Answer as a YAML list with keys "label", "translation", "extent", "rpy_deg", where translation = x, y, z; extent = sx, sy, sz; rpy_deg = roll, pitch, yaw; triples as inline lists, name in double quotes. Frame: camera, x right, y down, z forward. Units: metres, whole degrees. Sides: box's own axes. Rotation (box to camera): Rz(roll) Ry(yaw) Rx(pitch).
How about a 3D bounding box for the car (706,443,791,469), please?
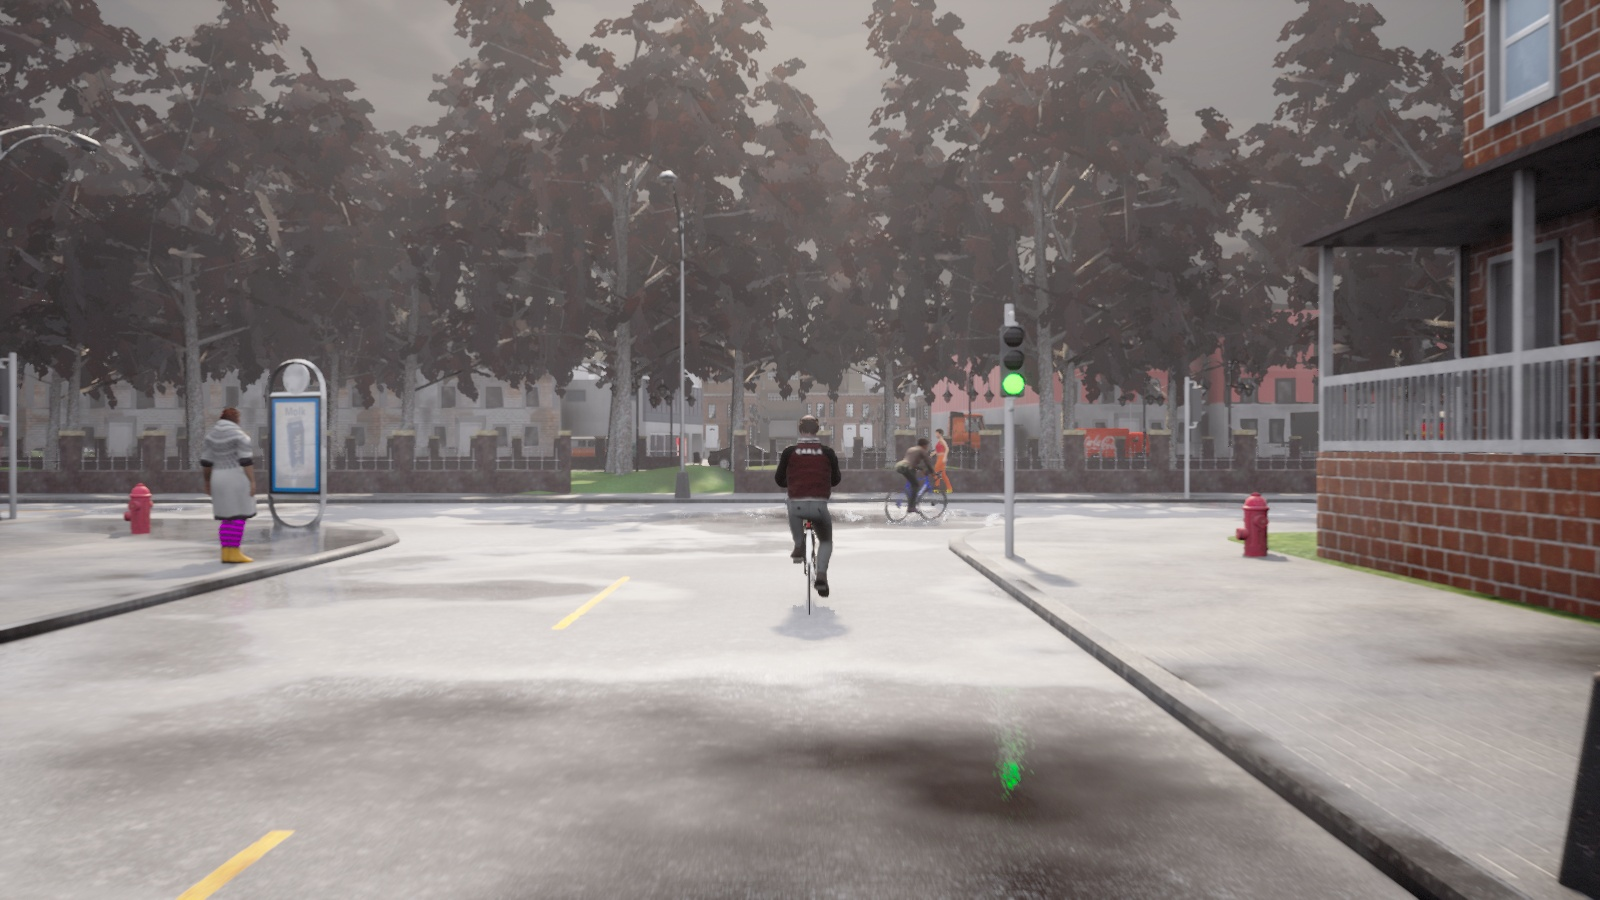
- label: "car"
  translation: [-3.039, 0.377, 75.145]
  extent: [5.008, 1.535, 1.882]
  rpy_deg: [0, 0, 0]

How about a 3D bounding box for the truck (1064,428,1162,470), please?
- label: "truck"
  translation: [18.641, -0.069, 75.037]
  extent: [5.204, 2.467, 2.627]
  rpy_deg: [0, 0, 0]

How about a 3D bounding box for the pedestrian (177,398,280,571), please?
- label: "pedestrian"
  translation: [-6.661, 0.384, 14.667]
  extent: [0.659, 1.952, 0.873]
  rpy_deg: [0, 0, 28]

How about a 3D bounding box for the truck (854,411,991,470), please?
- label: "truck"
  translation: [7.232, -0.574, 75.090]
  extent: [7.936, 3.462, 2.891]
  rpy_deg: [0, 0, 0]

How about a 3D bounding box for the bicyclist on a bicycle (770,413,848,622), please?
- label: "bicyclist on a bicycle"
  translation: [0.082, 0.564, 11.596]
  extent: [0.659, 1.776, 1.843]
  rpy_deg: [0, 0, 0]

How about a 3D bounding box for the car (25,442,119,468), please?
- label: "car"
  translation: [-43.625, 0.313, 75.303]
  extent: [4.514, 1.525, 2.007]
  rpy_deg: [0, 0, 0]

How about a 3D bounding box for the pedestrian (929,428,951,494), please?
- label: "pedestrian"
  translation: [3.923, 0.298, 35.173]
  extent: [0.594, 1.836, 0.345]
  rpy_deg: [0, 0, 0]

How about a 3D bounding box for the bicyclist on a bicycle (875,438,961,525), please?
- label: "bicyclist on a bicycle"
  translation: [2.286, 0.590, 24.280]
  extent: [1.656, 1.620, 0.582]
  rpy_deg: [0, 3, -39]

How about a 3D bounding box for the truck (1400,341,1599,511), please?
- label: "truck"
  translation: [19.161, -0.539, 29.838]
  extent: [8.468, 3.827, 2.891]
  rpy_deg: [0, 0, -3]

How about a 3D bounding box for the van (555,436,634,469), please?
- label: "van"
  translation: [-12.271, 0.145, 75.188]
  extent: [4.442, 1.987, 1.775]
  rpy_deg: [0, 0, 0]
